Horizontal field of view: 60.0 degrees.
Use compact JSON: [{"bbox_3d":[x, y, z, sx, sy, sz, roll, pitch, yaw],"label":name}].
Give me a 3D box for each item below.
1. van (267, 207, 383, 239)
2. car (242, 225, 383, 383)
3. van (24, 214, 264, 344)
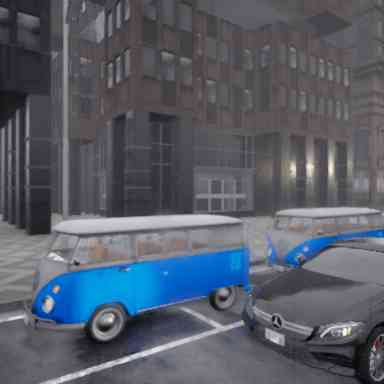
[{"bbox_3d":[3.838,1.345,9.384,3.998,1.788,1.690,0,0,-35],"label":"van"},{"bbox_3d":[2.914,1.528,5.457,4.674,1.442,1.812,0,0,-35],"label":"car"},{"bbox_3d":[-0.737,1.343,6.121,3.998,1.788,1.690,0,0,-35],"label":"van"}]
